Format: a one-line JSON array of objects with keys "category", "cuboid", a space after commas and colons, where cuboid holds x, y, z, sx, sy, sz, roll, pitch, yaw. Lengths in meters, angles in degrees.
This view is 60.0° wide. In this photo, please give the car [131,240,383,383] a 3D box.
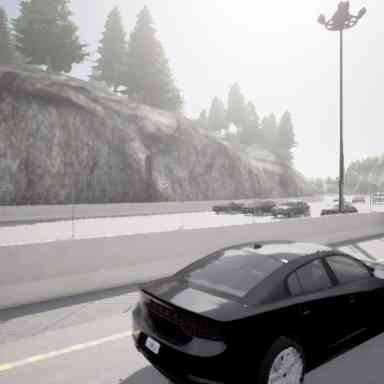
[{"category": "car", "cuboid": [1.562, 1.481, 5.043, 5.008, 1.535, 1.882, 0, 0, -37]}]

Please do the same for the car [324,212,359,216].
[{"category": "car", "cuboid": [12.925, 1.574, 29.046, 1.994, 1.385, 4.181, 0, 0, 45]}]
